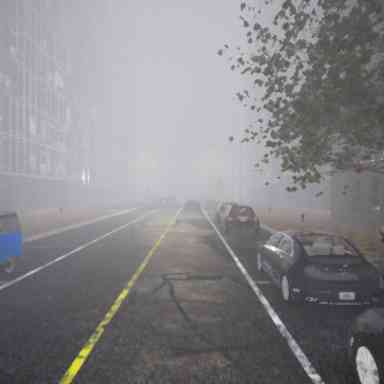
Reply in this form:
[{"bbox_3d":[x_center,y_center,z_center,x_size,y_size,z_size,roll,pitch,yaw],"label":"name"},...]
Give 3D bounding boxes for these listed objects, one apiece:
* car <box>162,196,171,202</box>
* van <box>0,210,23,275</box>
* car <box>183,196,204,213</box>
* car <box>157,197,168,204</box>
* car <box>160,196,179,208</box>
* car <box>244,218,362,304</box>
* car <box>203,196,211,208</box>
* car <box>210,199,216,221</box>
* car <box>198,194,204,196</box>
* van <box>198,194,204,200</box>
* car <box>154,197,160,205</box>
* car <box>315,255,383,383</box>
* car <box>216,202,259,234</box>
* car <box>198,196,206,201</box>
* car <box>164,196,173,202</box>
[{"bbox_3d":[-5.799,1.615,76.248,1.887,1.381,4.507,0,0,0],"label":"car"},{"bbox_3d":[-5.699,1.359,7.935,1.690,1.788,3.998,0,0,0],"label":"van"},{"bbox_3d":[0.047,1.532,38.070,1.882,1.535,5.008,0,0,0],"label":"car"},{"bbox_3d":[-5.782,1.652,64.863,1.802,1.307,4.206,0,0,0],"label":"car"},{"bbox_3d":[-3.070,1.416,49.067,2.097,1.767,4.553,0,0,0],"label":"car"},{"bbox_3d":[2.681,1.566,7.943,2.008,1.369,4.403,0,0,0],"label":"car"},{"bbox_3d":[2.624,1.606,47.791,1.887,1.381,4.507,0,0,0],"label":"car"},{"bbox_3d":[2.656,1.479,25.021,1.967,1.590,4.097,0,0,0],"label":"car"},{"bbox_3d":[2.599,1.633,64.868,1.947,1.339,4.313,0,0,0],"label":"car"},{"bbox_3d":[2.558,1.405,93.330,1.690,1.788,3.998,0,0,0],"label":"van"},{"bbox_3d":[-5.774,1.614,59.169,1.887,1.381,4.507,0,0,0],"label":"car"},{"bbox_3d":[2.690,1.555,2.251,2.008,1.369,4.403,0,0,0],"label":"car"},{"bbox_3d":[2.665,1.471,19.329,1.967,1.590,4.097,0,0,0],"label":"car"},{"bbox_3d":[2.565,1.632,87.636,1.947,1.339,4.313,0,0,0],"label":"car"},{"bbox_3d":[-5.807,1.636,81.940,1.947,1.339,4.313,0,0,0],"label":"car"}]
